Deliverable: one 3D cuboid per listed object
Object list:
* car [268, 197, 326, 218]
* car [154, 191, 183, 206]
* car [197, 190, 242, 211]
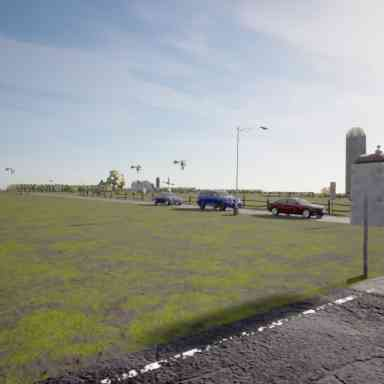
[{"bbox_3d":[8.527,1.233,27.275,1.882,1.535,5.008,1,0,-36],"label":"car"},{"bbox_3d":[-3.126,0.825,43.304,2.097,1.767,4.553,1,0,-36],"label":"car"},{"bbox_3d":[2.776,0.836,35.186,2.150,2.045,5.566,1,0,-36],"label":"car"}]
